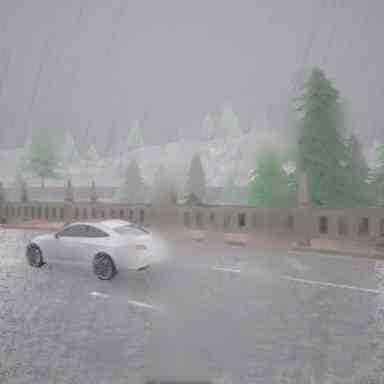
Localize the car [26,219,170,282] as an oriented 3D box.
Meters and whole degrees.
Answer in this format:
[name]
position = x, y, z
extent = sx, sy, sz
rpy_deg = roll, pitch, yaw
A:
[car]
position = -2.819, 1.510, 9.677
extent = 4.674, 1.442, 1.812
rpy_deg = 0, 0, 31
